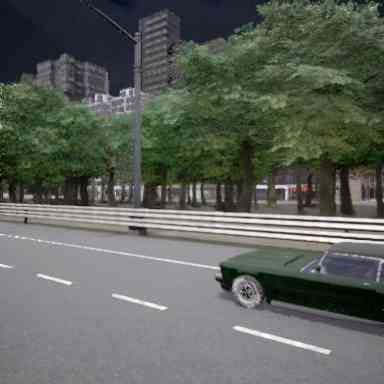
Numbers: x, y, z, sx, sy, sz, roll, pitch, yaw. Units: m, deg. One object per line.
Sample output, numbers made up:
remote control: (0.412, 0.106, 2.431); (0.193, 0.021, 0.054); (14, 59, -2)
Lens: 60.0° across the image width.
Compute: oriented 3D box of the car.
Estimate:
car: (2.802, 1.600, 6.171); (4.718, 1.301, 1.895); (0, 0, 36)
